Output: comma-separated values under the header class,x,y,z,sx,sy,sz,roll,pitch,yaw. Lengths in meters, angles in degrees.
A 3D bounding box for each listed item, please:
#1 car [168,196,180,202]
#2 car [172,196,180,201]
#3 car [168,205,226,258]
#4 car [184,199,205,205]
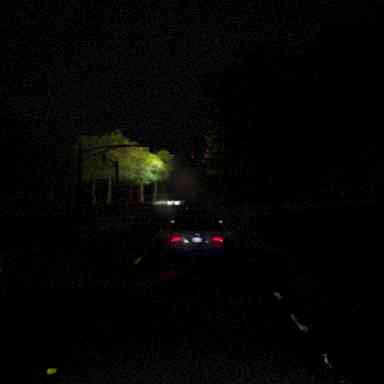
class,x,y,z,sx,sy,sz,roll,pitch,yaw
car,-3.855,1.468,68.503,1.895,1.301,4.718,0,0,-1
car,-4.090,1.642,83.981,1.895,1.301,4.718,0,-1,-1
car,0.172,1.410,12.153,2.033,1.411,5.357,0,1,1
car,0.229,1.240,29.328,1.895,1.301,4.718,-2,2,0
